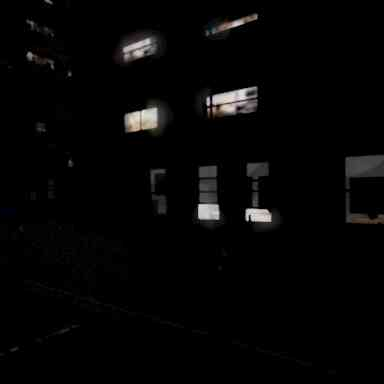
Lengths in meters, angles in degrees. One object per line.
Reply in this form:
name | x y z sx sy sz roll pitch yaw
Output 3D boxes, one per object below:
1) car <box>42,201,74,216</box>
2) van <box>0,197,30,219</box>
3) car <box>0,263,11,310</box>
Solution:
car | -11.758 1.498 30.984 1.802 1.307 4.206 0 0 35
van | -15.015 1.292 26.377 1.690 1.788 3.998 0 0 35
car | -5.198 1.566 6.446 4.313 1.339 1.947 0 -1 36
